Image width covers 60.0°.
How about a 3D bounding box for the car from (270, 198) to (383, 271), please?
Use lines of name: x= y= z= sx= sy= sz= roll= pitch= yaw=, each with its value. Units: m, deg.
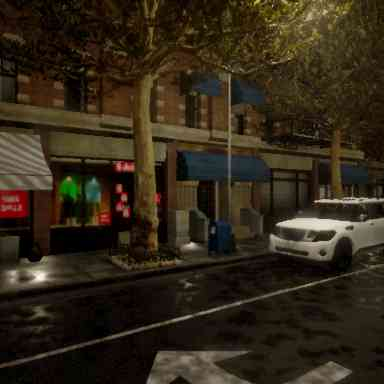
car: x=5.097 y=1.225 z=11.255 sx=5.566 sy=2.045 sz=2.435 roll=0 pitch=0 yaw=-36
